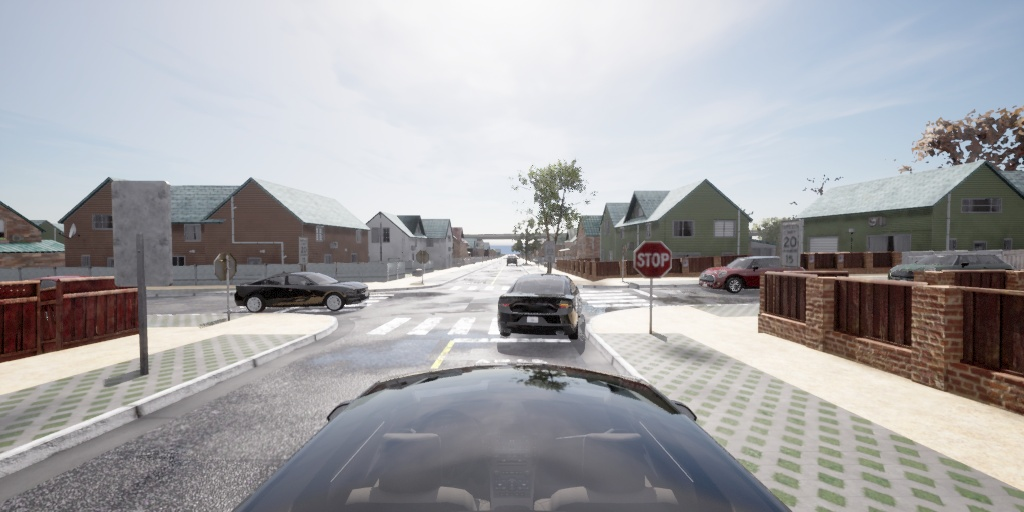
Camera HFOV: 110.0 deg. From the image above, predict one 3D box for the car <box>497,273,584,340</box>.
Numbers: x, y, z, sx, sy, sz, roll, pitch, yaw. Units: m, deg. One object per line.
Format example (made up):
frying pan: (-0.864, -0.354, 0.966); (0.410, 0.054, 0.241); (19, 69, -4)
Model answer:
car: (0.958, 1.224, 10.158); (1.882, 1.535, 5.008); (0, 0, 12)

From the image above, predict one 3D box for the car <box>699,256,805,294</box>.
car: (11.807, 0.820, 17.767); (4.553, 1.767, 2.097); (-1, 2, 0)

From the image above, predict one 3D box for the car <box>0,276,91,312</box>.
car: (-18.021, 1.546, 14.623); (5.008, 1.535, 1.882); (-1, 2, 0)

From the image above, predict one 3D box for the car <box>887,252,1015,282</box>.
car: (21.702, 0.646, 17.838); (4.553, 1.767, 2.097); (-1, 2, 0)

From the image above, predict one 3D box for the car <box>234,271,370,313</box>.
car: (-8.468, 1.376, 14.685); (5.008, 1.535, 1.882); (-1, 2, 0)
